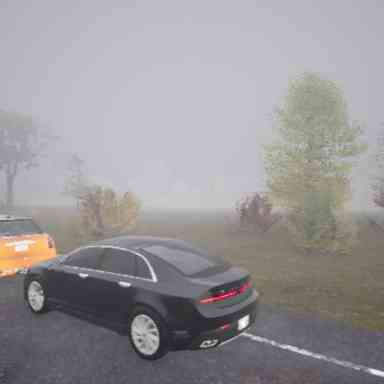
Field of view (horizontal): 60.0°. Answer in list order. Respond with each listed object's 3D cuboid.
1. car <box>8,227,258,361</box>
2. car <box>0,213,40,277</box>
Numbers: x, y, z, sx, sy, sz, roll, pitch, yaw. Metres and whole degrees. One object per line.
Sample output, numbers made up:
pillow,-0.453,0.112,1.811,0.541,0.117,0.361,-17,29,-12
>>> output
car,-1.221,1.578,6.101,4.892,1.490,1.837,0,-1,37
car,-5.997,1.435,9.685,4.553,1.767,2.097,0,-1,37
